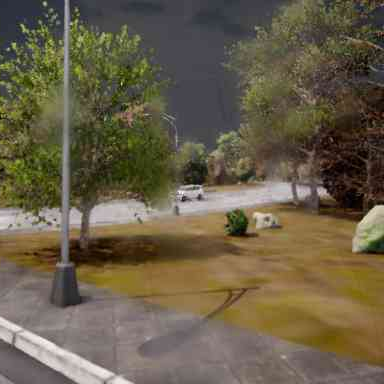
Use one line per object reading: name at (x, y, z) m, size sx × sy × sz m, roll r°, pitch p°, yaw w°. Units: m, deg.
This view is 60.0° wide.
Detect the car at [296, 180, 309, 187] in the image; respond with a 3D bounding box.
car at (29.029, -2.331, 86.458) m, size 2.097 × 1.767 × 4.553 m, roll 1°, pitch 3°, yaw 8°

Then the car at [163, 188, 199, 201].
car at (-1.471, 0.318, 47.313) m, size 2.033 × 1.411 × 5.357 m, roll 1°, pitch 3°, yaw 39°

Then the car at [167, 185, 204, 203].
car at (-0.704, 0.197, 42.651) m, size 2.150 × 2.045 × 5.566 m, roll 1°, pitch 3°, yaw 38°

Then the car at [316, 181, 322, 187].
car at (32.232, -2.028, 84.580) m, size 2.033 × 1.411 × 5.357 m, roll 1°, pitch 3°, yaw 8°
